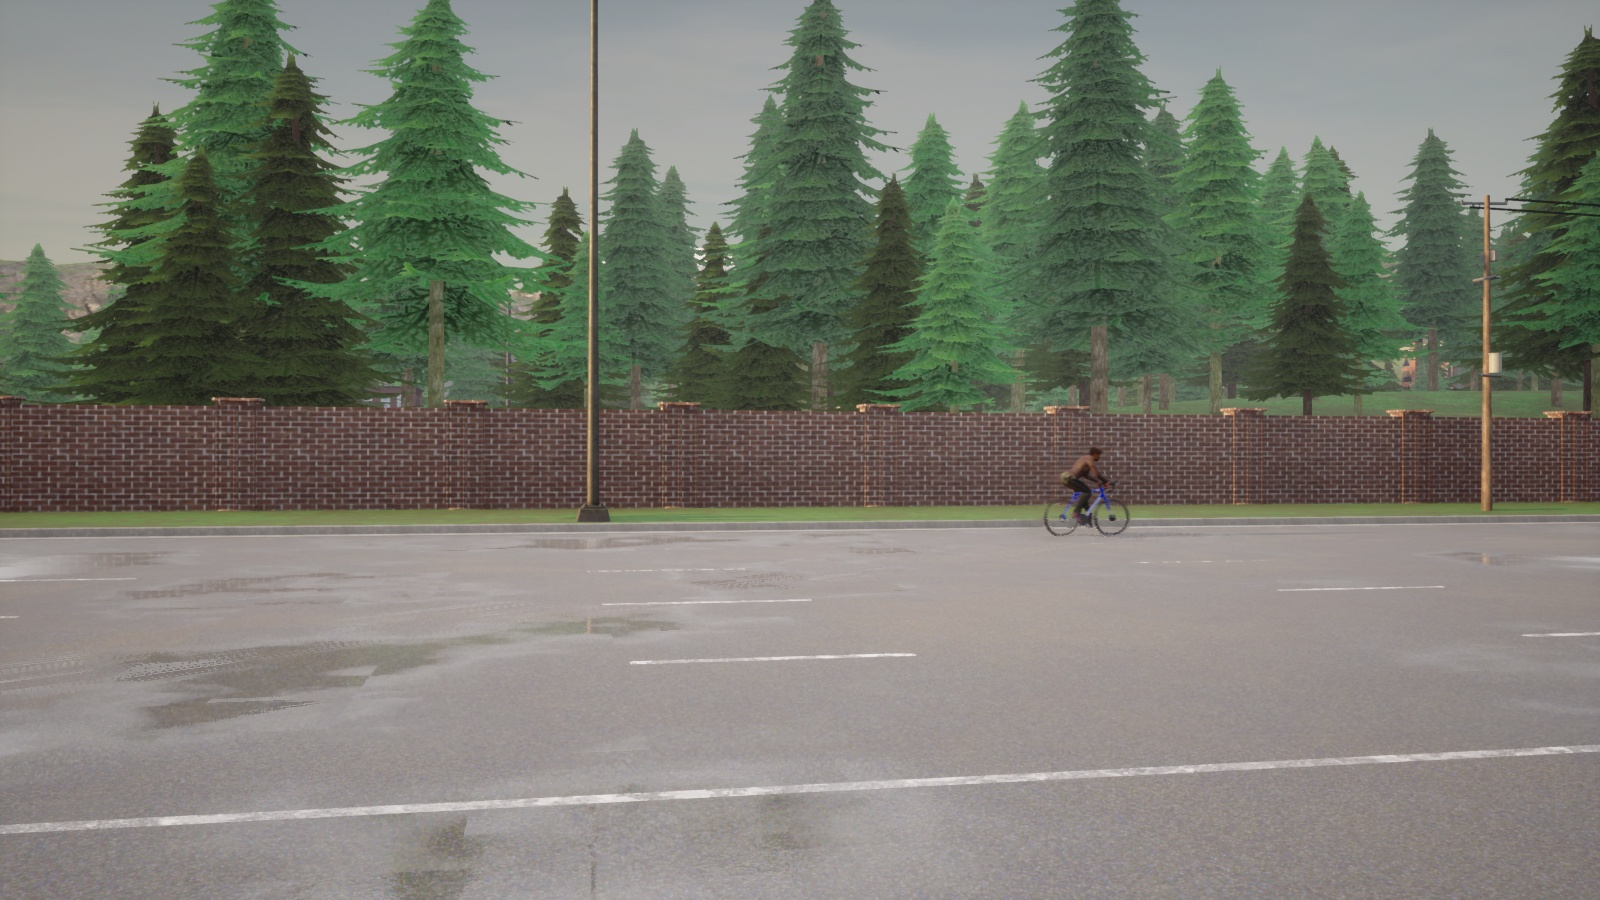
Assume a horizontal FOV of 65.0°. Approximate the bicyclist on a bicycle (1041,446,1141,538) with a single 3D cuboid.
[{"bbox_3d":[5.236,0.742,22.635,1.656,1.620,0.582,0,0,-12],"label":"bicyclist on a bicycle"}]
